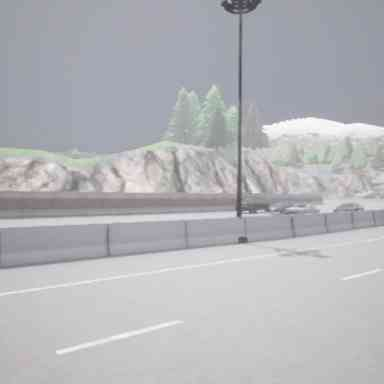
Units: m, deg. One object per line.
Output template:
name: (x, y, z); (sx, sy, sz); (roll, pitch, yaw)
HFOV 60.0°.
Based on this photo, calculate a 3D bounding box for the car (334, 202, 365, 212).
car: (16.817, 1.881, 35.404); (4.892, 1.490, 1.837); (1, 0, -44)

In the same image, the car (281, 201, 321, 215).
car: (11.847, 1.933, 35.457); (4.718, 1.301, 1.895); (1, 0, -43)

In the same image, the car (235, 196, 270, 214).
car: (7.727, 1.553, 41.175); (5.566, 2.045, 2.150); (1, 0, -43)

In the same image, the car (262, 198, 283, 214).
car: (10.943, 1.841, 39.448); (4.902, 1.511, 2.128); (1, 0, -44)
